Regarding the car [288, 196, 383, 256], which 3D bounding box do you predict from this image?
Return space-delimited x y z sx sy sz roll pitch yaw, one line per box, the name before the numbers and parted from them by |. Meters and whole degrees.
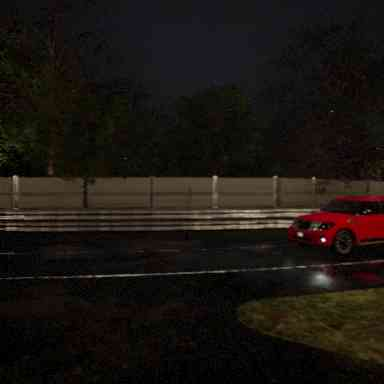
car | 6.503 1.169 12.939 5.566 2.045 2.150 0 0 -19
